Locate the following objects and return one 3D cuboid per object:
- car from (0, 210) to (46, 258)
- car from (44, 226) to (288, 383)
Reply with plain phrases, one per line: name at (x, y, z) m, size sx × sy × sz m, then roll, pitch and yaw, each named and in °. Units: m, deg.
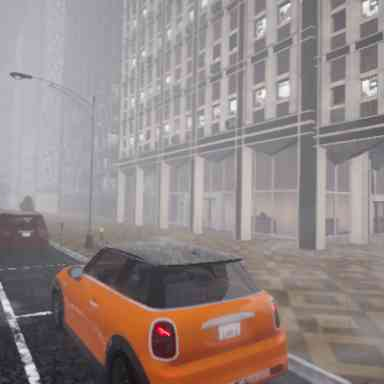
car at (-7.879, 1.822, 15.106) m, size 2.192 × 1.841 × 5.009 m, roll 2°, pitch -2°, yaw -34°
car at (-0.778, 1.574, 5.363) m, size 2.097 × 1.767 × 4.553 m, roll 3°, pitch -3°, yaw -34°
